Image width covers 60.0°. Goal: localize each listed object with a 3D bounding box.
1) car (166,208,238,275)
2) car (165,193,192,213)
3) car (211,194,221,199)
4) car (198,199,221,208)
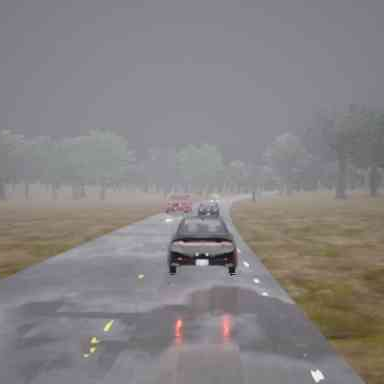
[{"bbox_3d":[0.334,1.493,10.490,2.128,1.511,4.902,0,0,2],"label":"car"},{"bbox_3d":[-1.285,1.162,33.942,2.150,2.045,5.566,0,0,6],"label":"car"},{"bbox_3d":[5.355,1.108,74.594,1.812,1.442,4.674,0,1,12],"label":"car"},{"bbox_3d":[1.620,1.565,30.799,1.895,1.301,4.718,0,0,5],"label":"car"}]
